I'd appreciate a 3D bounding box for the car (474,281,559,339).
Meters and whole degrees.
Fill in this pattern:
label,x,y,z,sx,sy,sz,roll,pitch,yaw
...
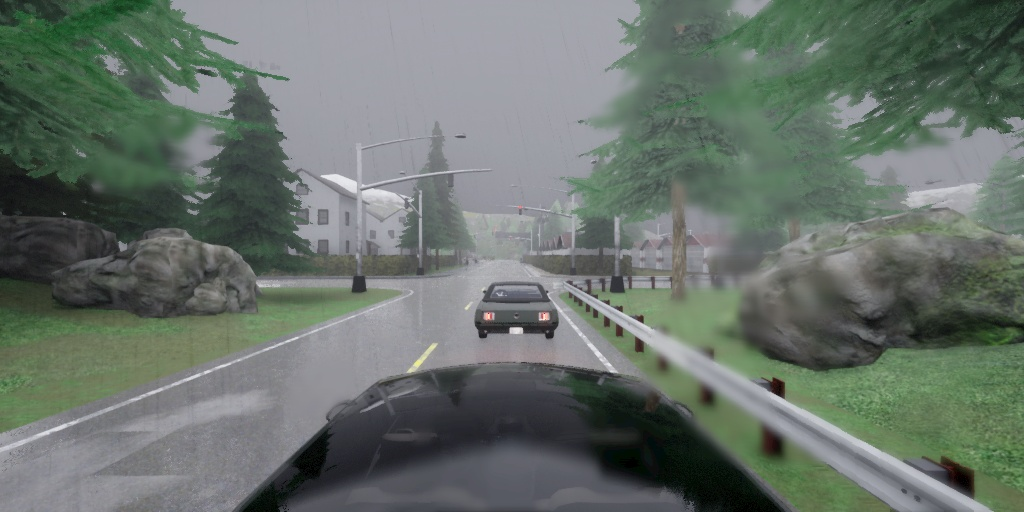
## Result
label,x,y,z,sx,sy,sz,roll,pitch,yaw
car,0.106,1.351,10.081,1.895,1.301,4.718,0,0,0
